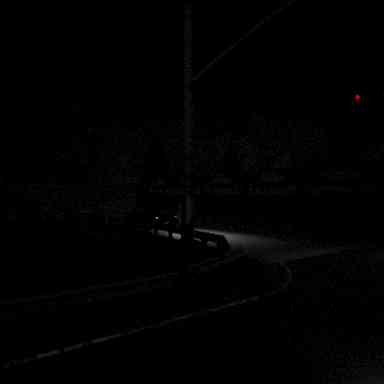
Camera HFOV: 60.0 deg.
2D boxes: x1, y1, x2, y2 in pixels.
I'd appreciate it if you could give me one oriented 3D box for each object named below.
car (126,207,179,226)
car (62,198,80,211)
[{"bbox_3d":[-2.903,1.748,23.622,1.895,1.301,4.718,0,0,-35],"label":"car"},{"bbox_3d":[-15.922,1.641,43.886,1.837,1.490,4.892,-2,0,-13],"label":"car"}]
